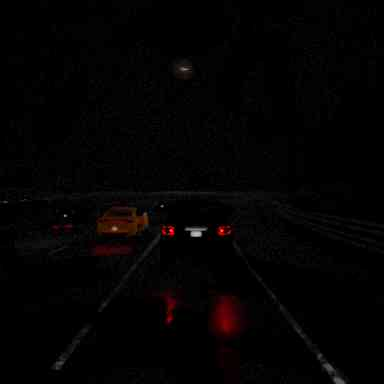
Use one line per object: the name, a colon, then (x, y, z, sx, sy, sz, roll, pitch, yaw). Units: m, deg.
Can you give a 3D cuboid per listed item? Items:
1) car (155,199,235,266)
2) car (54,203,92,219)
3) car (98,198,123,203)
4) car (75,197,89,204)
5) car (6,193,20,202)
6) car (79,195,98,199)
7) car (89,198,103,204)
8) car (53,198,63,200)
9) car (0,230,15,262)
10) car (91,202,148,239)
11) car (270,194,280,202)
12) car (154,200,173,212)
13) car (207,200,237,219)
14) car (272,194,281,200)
car: (0.202, 1.243, 11.767, 2.150, 2.045, 5.566, 0, 0, 2)
car: (-10.391, 1.664, 29.481, 1.895, 1.301, 4.718, 0, 0, 0)
car: (-6.890, 1.543, 30.344, 1.882, 1.535, 5.008, 0, 0, 0)
car: (-27.973, 2.160, 85.007, 2.097, 1.767, 4.553, 0, -1, 0)
car: (-44.355, 1.338, 82.610, 2.150, 2.045, 5.566, 1, 0, -15)
car: (-20.978, 1.708, 69.113, 2.150, 2.045, 5.566, 0, -1, 0)
car: (-24.473, 2.281, 84.973, 1.882, 1.535, 5.008, 0, -1, 0)
car: (-27.978, 2.008, 69.140, 1.812, 1.442, 4.674, 0, -1, 0)
car: (-6.898, 1.511, 9.297, 2.128, 1.511, 4.902, 0, 0, 0)
car: (-3.495, 1.513, 17.498, 1.882, 1.535, 5.008, 0, 0, 0)
car: (20.582, 1.619, 83.055, 1.837, 1.490, 4.892, -1, 1, 17)
car: (-3.487, 1.689, 41.311, 1.994, 1.385, 4.181, 0, 0, 0)
car: (2.916, 1.560, 31.395, 2.128, 1.511, 4.902, 0, 0, 13)
car: (23.532, 1.366, 92.692, 2.128, 1.511, 4.902, -1, 1, 16)
